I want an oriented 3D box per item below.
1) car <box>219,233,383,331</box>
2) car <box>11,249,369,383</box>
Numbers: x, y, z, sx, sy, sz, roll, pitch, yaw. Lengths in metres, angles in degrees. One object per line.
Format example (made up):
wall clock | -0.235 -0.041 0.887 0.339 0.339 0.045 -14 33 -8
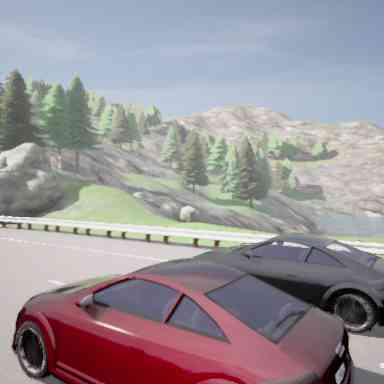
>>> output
car | 1.897 1.547 6.785 4.181 1.385 1.994 0 0 35
car | -0.339 1.554 4.079 4.181 1.385 1.994 0 0 35
